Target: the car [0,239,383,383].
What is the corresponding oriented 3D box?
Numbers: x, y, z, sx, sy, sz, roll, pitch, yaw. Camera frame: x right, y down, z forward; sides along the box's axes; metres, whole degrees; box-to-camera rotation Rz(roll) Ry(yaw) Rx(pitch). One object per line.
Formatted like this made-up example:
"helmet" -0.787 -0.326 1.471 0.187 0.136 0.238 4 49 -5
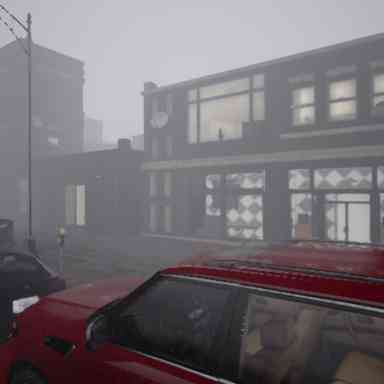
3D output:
"car" 0.587 1.310 2.467 5.009 1.841 2.192 0 0 36
